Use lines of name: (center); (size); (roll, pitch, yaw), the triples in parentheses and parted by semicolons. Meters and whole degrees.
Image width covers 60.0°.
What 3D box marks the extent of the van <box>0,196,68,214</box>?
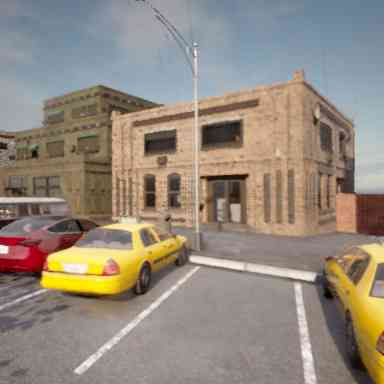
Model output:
van: (-6.385, 1.186, 11.850); (1.878, 1.987, 4.442); (1, 0, 15)

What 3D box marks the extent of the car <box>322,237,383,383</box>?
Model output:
car: (3.248, 1.482, 5.346); (1.946, 1.575, 5.366); (0, -1, 15)

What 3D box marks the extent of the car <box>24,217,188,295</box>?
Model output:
car: (-1.526, 1.447, 8.745); (1.946, 1.575, 5.366); (0, -1, 15)

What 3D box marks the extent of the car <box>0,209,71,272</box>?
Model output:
car: (-3.963, 1.460, 10.294); (2.163, 1.488, 4.792); (0, -1, 15)
